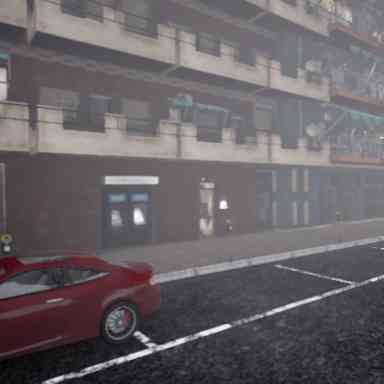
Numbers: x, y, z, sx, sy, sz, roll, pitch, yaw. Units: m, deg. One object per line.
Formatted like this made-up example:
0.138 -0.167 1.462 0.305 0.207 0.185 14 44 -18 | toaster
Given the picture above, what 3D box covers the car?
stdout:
-2.442 1.579 4.829 4.206 1.307 1.802 0 0 -35 | car
